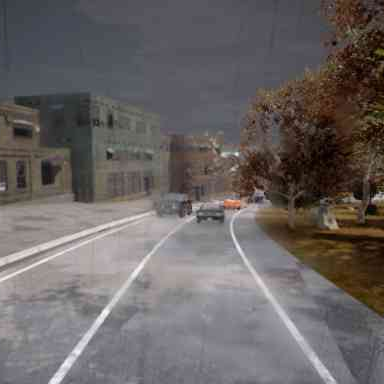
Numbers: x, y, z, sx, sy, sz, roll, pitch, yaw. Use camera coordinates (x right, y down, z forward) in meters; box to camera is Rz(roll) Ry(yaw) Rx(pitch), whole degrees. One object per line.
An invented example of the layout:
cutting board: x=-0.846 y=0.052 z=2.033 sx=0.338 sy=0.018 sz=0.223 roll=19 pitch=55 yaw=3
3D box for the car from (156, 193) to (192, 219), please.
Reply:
car: x=-1.388 y=1.078 z=28.320 sx=2.150 sy=2.045 sz=5.566 roll=1 pitch=0 yaw=10

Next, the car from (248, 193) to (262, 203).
car: x=12.746 y=1.095 z=67.945 sx=2.150 sy=2.045 sz=5.566 roll=3 pitch=1 yaw=28

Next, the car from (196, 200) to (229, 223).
car: x=1.509 y=1.524 z=24.699 sx=1.895 sy=1.301 sz=4.718 roll=1 pitch=0 yaw=8

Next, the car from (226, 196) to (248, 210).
car: x=5.383 y=1.227 z=41.987 sx=2.097 sy=1.767 sz=4.553 roll=2 pitch=0 yaw=16
